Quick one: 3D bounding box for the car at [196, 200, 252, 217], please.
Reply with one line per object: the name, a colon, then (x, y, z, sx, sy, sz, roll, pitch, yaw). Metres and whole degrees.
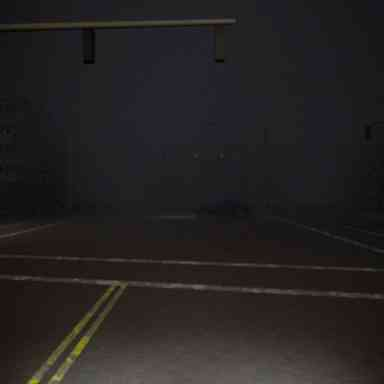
car: (2.827, 1.451, 30.010, 5.008, 1.535, 1.882, 0, 0, 3)
